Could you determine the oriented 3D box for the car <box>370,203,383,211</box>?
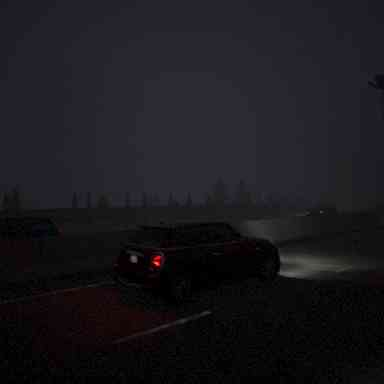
[{"bbox_3d":[23.748,2.128,41.670,1.994,1.385,4.181,-1,-1,36],"label":"car"}]

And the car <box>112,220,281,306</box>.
[{"bbox_3d":[0.330,1.514,8.740,4.553,1.767,2.097,0,-1,-41],"label":"car"}]

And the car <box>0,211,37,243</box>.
[{"bbox_3d":[-11.159,1.898,17.577,5.008,1.535,1.882,0,-1,-41],"label":"car"}]

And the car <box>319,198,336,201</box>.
[{"bbox_3d":[19.048,1.923,47.046,2.150,2.045,5.566,-1,-1,36],"label":"car"}]

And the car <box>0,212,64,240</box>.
[{"bbox_3d":[-7.007,1.634,11.921,4.553,1.767,2.097,0,-1,-41],"label":"car"}]

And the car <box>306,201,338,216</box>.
[{"bbox_3d":[13.856,2.009,35.313,1.882,1.535,5.008,-1,-1,43],"label":"car"}]
